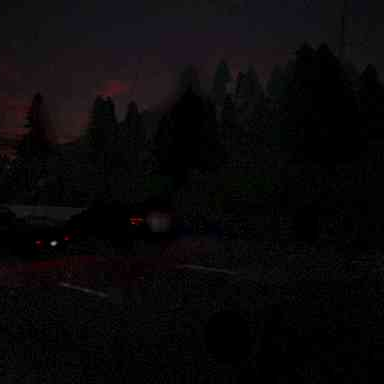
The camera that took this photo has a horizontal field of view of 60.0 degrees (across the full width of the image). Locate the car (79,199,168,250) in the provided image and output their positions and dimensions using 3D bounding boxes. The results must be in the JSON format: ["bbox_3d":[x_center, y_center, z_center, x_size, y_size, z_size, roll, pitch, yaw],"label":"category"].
[{"bbox_3d":[-3.569,1.354,15.366,5.566,2.045,2.150,0,0,39],"label":"car"}]

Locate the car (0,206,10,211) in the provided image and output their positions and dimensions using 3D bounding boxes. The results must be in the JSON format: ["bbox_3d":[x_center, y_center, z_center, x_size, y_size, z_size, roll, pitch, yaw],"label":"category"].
[{"bbox_3d":[-14.921,1.819,25.361,4.674,1.442,1.812,-1,0,44],"label":"car"}]

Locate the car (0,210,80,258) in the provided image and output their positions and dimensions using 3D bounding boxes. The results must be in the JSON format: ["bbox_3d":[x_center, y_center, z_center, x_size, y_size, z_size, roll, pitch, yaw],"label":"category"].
[{"bbox_3d":[-6.752,1.671,13.481,4.674,1.442,1.812,-1,0,40],"label":"car"}]
